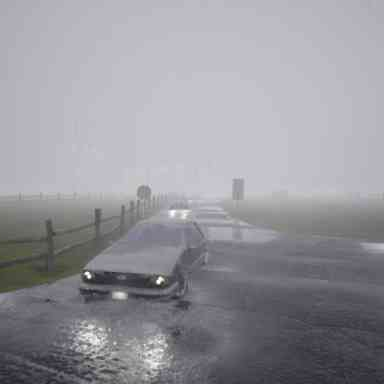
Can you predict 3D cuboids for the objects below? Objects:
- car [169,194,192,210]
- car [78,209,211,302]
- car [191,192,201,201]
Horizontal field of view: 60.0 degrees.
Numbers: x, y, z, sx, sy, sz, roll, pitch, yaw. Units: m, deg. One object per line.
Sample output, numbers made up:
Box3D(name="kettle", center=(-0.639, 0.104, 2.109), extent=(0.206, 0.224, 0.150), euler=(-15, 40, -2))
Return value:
Box3D(name="car", center=(-1.261, 1.111, 34.573), extent=(1.994, 1.385, 4.181), euler=(1, 1, 1))
Box3D(name="car", center=(-0.718, 1.416, 8.478), extent=(2.033, 1.411, 5.357), euler=(1, 1, 12))
Box3D(name="car", center=(0.662, 0.694, 60.557), extent=(1.812, 1.442, 4.674), euler=(1, 1, 7))
